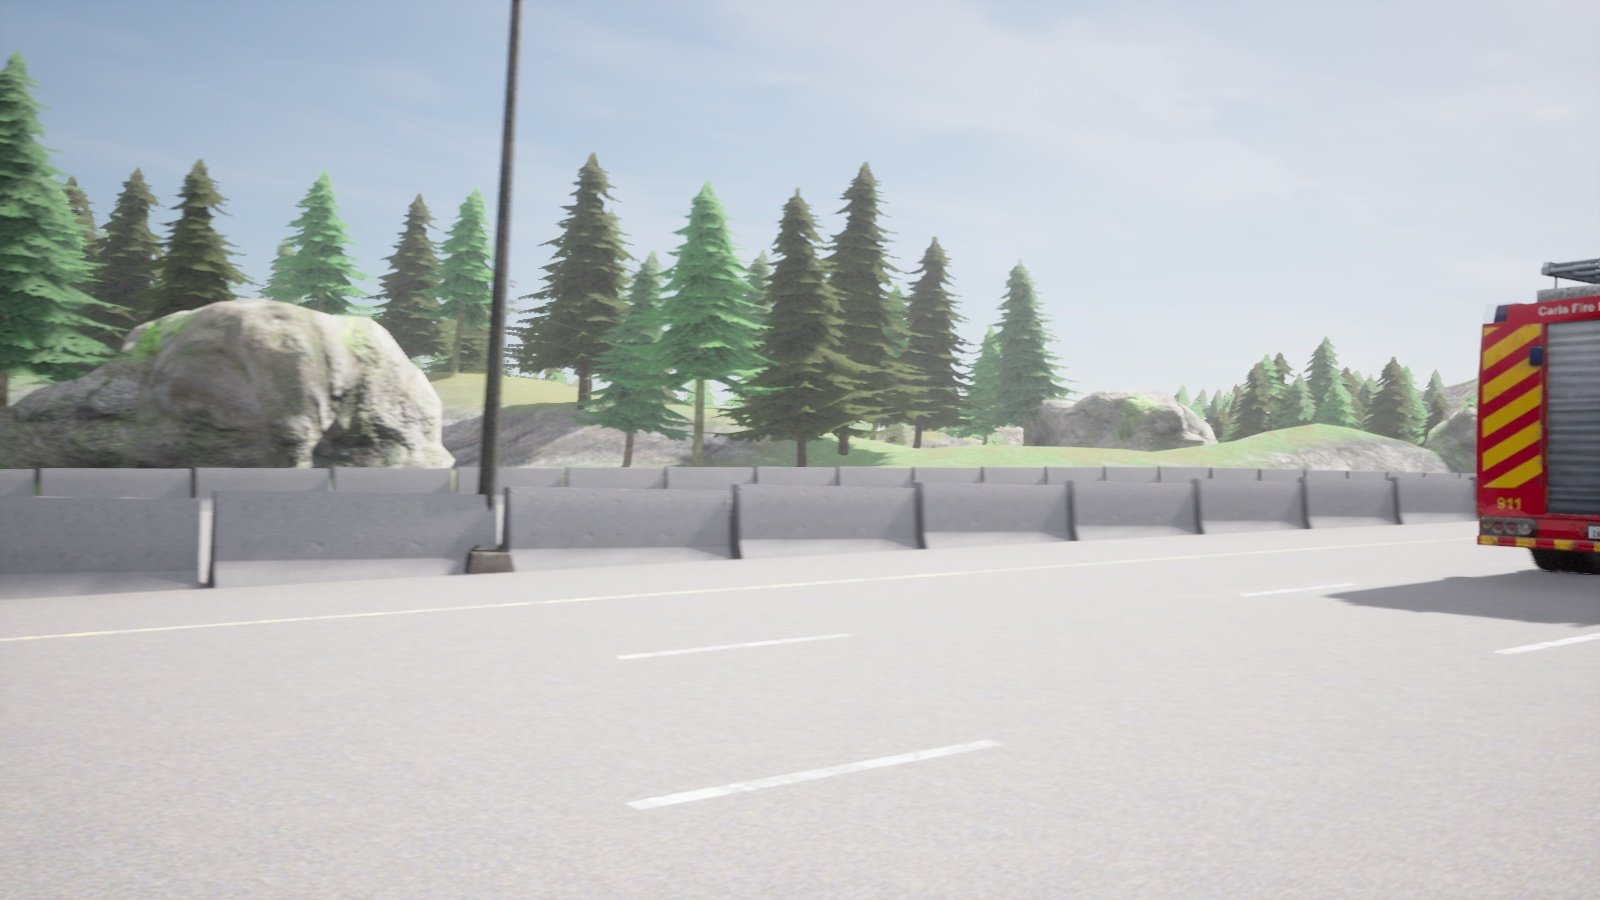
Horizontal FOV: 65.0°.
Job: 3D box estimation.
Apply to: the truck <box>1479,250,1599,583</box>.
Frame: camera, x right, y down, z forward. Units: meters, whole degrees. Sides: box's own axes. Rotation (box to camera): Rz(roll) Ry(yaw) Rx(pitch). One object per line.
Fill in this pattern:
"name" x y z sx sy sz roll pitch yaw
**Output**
"truck" 12.717 -0.379 16.779 8.468 3.827 2.891 0 0 -35
